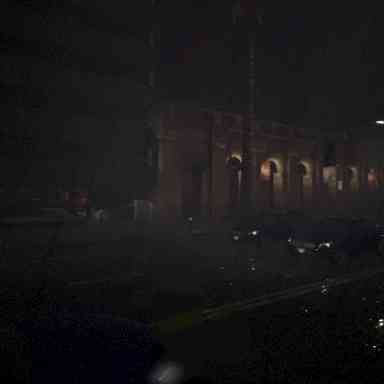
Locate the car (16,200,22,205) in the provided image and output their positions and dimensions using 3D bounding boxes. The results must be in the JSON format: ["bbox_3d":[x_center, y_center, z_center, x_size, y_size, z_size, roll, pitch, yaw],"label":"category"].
[{"bbox_3d":[-27.139,1.566,56.288,4.786,1.482,2.161,1,0,-36],"label":"car"}]

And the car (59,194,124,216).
[{"bbox_3d":[-9.315,1.169,32.031,5.566,2.045,2.435,1,0,-36],"label":"car"}]

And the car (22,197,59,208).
[{"bbox_3d":[-20.740,1.604,46.603,4.718,1.301,1.895,1,0,-36],"label":"car"}]

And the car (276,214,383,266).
[{"bbox_3d":[5.457,1.659,12.209,4.674,1.442,1.812,1,0,-36],"label":"car"}]

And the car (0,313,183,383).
[{"bbox_3d":[-2.227,1.521,2.243,4.674,1.442,1.812,1,-1,-35],"label":"car"}]

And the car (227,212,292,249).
[{"bbox_3d":[3.745,1.665,15.289,4.674,1.442,1.812,1,0,-36],"label":"car"}]
